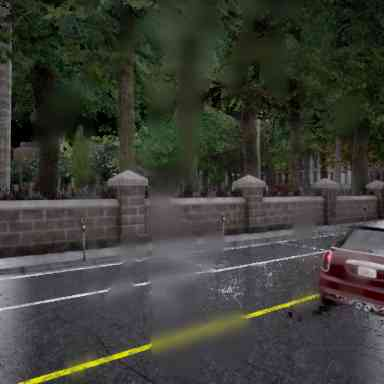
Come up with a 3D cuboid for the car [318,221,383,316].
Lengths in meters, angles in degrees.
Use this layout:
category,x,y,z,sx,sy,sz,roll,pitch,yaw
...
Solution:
category,x,y,z,sx,sy,sz,roll,pitch,yaw
car,4.624,1.349,6.732,4.553,1.767,2.097,0,0,-36
